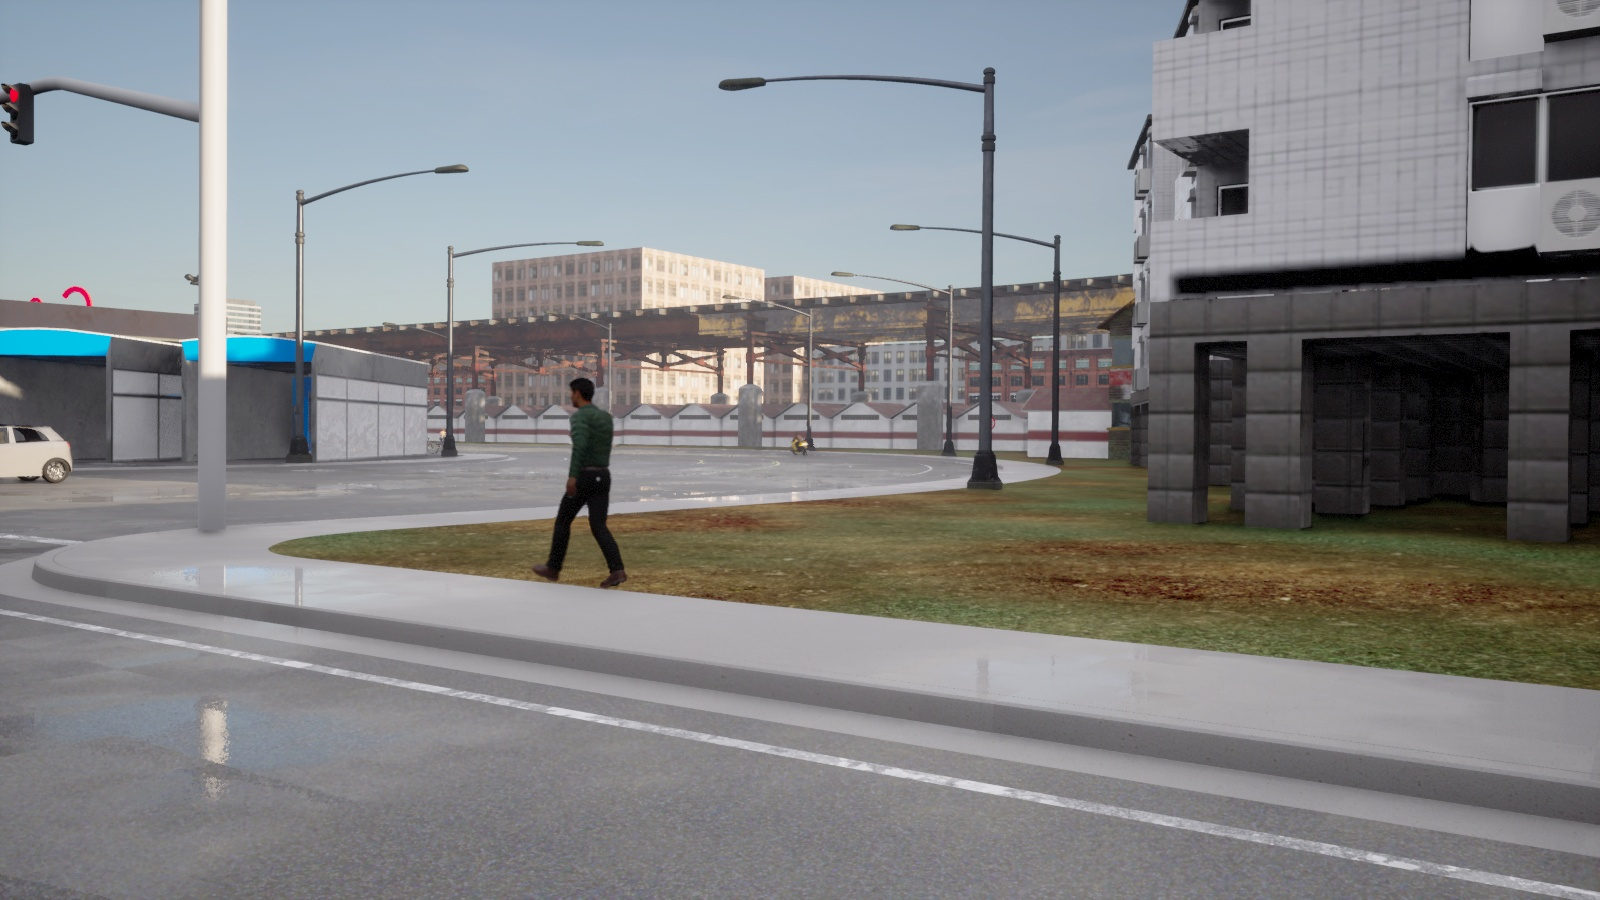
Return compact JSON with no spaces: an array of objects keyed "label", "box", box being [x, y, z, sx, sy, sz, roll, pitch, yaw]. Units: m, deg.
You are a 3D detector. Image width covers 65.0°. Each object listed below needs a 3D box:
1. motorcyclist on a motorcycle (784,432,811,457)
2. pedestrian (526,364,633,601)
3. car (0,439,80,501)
[{"label":"motorcyclist on a motorcycle","box":[-0.155,-0.369,79.438,0.797,1.523,2.044,-5,3,-25]},{"label":"pedestrian","box":[-1.885,0.266,10.730,0.788,1.949,0.423,0,1,31]},{"label":"car","box":[-20.440,0.500,31.538,1.845,1.501,3.633,0,1,35]}]
